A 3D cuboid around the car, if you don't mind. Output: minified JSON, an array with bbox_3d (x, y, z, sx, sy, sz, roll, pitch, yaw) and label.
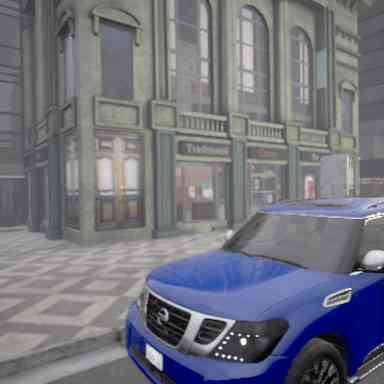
[{"bbox_3d":[1.895,1.139,4.702,5.566,2.045,2.150,-1,1,-35],"label":"car"}]
